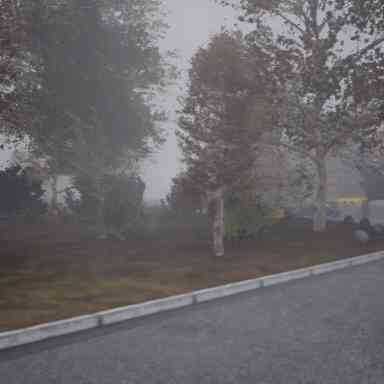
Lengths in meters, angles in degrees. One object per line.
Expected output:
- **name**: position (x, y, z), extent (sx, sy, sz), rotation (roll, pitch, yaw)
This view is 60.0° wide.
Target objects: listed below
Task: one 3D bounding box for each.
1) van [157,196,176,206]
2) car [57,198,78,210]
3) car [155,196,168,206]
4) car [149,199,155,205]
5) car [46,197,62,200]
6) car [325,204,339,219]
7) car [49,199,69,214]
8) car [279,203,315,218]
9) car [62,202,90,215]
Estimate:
- **van**: position (-5.149, 1.804, 67.456), extent (1.878, 1.987, 4.442), rotation (0, 0, -36)
- **car**: position (-21.061, 1.999, 55.973), extent (2.185, 1.767, 4.553), rotation (0, 0, -36)
- **car**: position (-7.377, 2.073, 65.755), extent (2.163, 1.488, 4.792), rotation (0, 0, -36)
- **car**: position (-9.658, 2.086, 64.124), extent (2.163, 1.488, 4.792), rotation (0, 0, -36)
- **car**: position (-23.340, 1.887, 54.340), extent (2.435, 2.045, 5.566), rotation (0, 0, -36)
- **car**: position (11.688, 1.775, 32.211), extent (1.882, 1.535, 5.008), rotation (4, -3, -33)
- **car**: position (-17.779, 2.148, 42.430), extent (1.946, 1.575, 5.366), rotation (0, 0, -36)
- **car**: position (8.784, 1.687, 30.568), extent (1.994, 1.385, 4.181), rotation (4, -3, -33)
- **car**: position (-15.409, 2.139, 43.889), extent (2.231, 1.521, 4.892), rotation (0, 0, -36)
